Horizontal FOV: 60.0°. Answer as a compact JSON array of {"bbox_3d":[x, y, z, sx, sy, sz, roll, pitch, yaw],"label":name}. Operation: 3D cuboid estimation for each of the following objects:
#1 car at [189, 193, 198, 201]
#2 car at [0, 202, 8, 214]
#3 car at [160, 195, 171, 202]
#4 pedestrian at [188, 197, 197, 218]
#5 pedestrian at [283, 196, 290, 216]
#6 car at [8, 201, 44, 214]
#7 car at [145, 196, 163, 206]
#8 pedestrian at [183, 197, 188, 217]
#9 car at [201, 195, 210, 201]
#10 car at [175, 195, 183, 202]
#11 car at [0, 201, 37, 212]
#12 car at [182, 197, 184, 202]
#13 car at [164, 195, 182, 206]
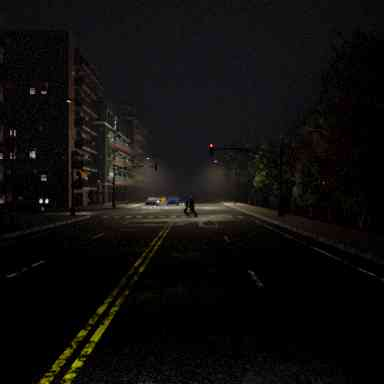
[{"bbox_3d":[0.269,1.264,85.614,2.150,2.045,5.566,0,0,0],"label":"car"},{"bbox_3d":[-22.563,1.595,34.624,5.009,1.841,2.192,-1,1,-1],"label":"car"},{"bbox_3d":[-6.256,1.564,77.778,2.128,1.511,4.902,0,0,0],"label":"car"},{"bbox_3d":[0.022,1.301,28.088,0.375,1.860,0.375,0,0,0],"label":"pedestrian"},{"bbox_3d":[8.058,1.148,28.759,0.375,1.860,0.375,0,0,0],"label":"pedestrian"},{"bbox_3d":[-19.218,1.727,37.428,4.902,1.511,2.128,-1,0,1],"label":"car"},{"bbox_3d":[-6.421,1.567,54.402,2.033,1.411,5.357,0,0,0],"label":"car"},{"bbox_3d":[-0.469,1.301,29.387,0.375,1.860,0.375,0,0,0],"label":"pedestrian"},{"bbox_3d":[3.519,1.539,85.572,1.837,1.490,4.892,0,0,0],"label":"car"},{"bbox_3d":[-3.006,1.539,77.803,1.837,1.490,4.892,0,0,0],"label":"car"},{"bbox_3d":[-22.654,1.856,43.274,4.206,1.307,1.802,-1,1,-1],"label":"car"},{"bbox_3d":[-3.068,1.522,67.010,2.128,1.511,4.902,0,0,1],"label":"car"},{"bbox_3d":[-3.165,1.498,55.844,1.882,1.535,5.008,0,0,0],"label":"car"}]
